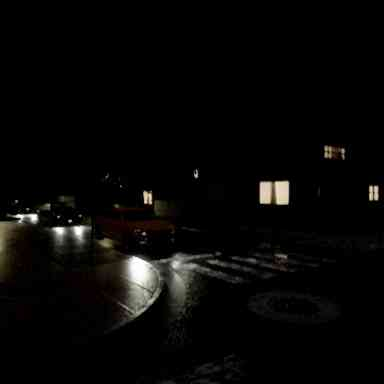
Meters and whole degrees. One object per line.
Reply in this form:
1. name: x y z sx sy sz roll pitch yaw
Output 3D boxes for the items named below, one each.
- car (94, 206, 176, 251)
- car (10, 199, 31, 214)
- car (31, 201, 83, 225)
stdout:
1. car: -2.547 1.389 14.018 1.882 1.535 5.008 1 0 -35
2. car: -16.290 1.400 32.218 1.994 1.385 4.181 0 0 -37
3. car: -9.222 1.421 22.896 2.033 1.411 5.357 0 0 -37
